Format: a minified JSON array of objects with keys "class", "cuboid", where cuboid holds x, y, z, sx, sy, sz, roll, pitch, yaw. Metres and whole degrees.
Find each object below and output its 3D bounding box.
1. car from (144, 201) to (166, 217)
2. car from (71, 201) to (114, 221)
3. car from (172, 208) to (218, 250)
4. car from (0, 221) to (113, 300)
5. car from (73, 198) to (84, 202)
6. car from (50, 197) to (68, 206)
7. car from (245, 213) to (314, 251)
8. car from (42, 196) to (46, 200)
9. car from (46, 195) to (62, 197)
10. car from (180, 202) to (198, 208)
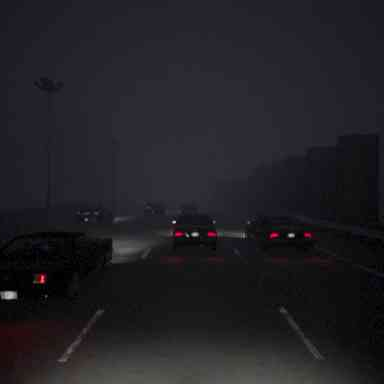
[{"class":"car","cuboid":[-3.719,1.693,33.629,2.128,1.511,4.902,0,0,-2]},{"class":"car","cuboid":[-7.001,1.632,24.319,2.128,1.511,4.902,0,0,-1]},{"class":"car","cuboid":[0.107,1.638,14.802,2.033,1.411,5.357,0,0,0]},{"class":"car","cuboid":[-3.398,1.649,8.431,1.895,1.301,4.718,0,0,0]},{"class":"car","cuboid":[-19.522,1.851,57.238,1.812,1.442,4.674,0,0,-9]},{"class":"car","cuboid":[-23.430,1.929,58.800,1.895,1.301,4.718,0,0,-8]},{"class":"car","cuboid":[3.607,1.642,14.593,2.033,1.411,5.357,0,0,0]},{"class":"car","cuboid":[-36.197,1.597,82.608,1.812,1.442,4.674,0,0,-18]},{"class":"car","cuboid":[-30.034,1.612,73.752,2.150,2.045,5.566,0,0,-13]},{"class":"car","cuboid":[-0.368,1.829,37.474,1.895,1.301,4.718,0,0,-2]}]
